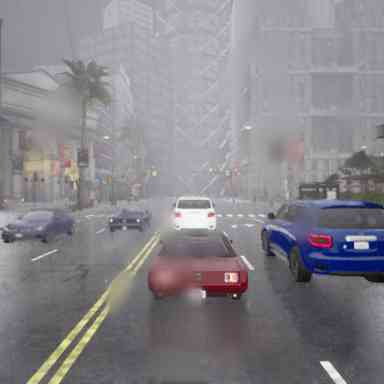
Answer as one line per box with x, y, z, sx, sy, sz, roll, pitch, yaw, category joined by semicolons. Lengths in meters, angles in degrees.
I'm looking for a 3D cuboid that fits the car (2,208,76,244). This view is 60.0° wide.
-7.061;1.525;15.921;1.812;1.442;4.674;0;0;0;car

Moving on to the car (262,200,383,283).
3.606;1.223;9.770;2.150;2.045;5.566;0;0;0;car

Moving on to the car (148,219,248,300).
0.109;1.601;8.356;1.895;1.301;4.718;0;0;0;car

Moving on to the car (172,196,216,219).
0.107;1.221;18.123;2.150;2.045;5.566;0;0;0;car

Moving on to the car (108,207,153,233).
-3.533;1.601;19.749;1.895;1.301;4.718;0;0;1;car
